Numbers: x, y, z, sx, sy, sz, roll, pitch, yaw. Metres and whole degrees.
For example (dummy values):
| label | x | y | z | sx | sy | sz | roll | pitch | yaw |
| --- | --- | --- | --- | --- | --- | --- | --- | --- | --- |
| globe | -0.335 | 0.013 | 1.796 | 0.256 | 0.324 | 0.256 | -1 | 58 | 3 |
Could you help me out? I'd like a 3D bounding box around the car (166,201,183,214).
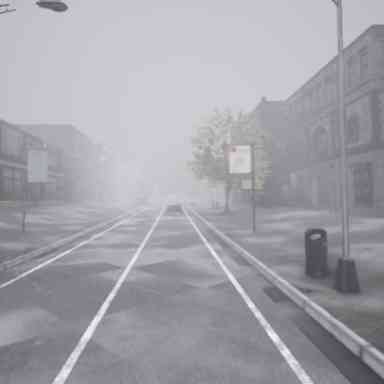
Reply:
| label | x | y | z | sx | sy | sz | roll | pitch | yaw |
| --- | --- | --- | --- | --- | --- | --- | --- | --- | --- |
| car | -2.196 | 1.893 | 41.198 | 1.812 | 1.442 | 4.674 | -1 | 0 | -3 |
